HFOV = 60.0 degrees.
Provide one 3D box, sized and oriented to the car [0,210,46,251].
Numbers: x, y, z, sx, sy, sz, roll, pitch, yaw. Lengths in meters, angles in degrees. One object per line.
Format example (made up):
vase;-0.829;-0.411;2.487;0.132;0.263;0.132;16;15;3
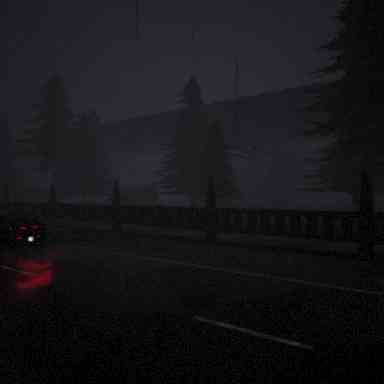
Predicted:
car;-8.119;1.541;14.084;4.892;1.490;1.837;0;0;36
